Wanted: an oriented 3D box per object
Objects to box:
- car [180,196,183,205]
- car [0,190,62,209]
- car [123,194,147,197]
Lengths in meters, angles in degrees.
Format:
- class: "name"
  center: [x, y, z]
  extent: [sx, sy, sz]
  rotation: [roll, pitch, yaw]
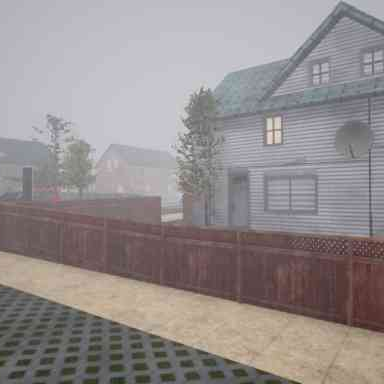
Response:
- class: "car"
  center: [0.558, 0.568, 38.117]
  extent: [2.097, 1.767, 4.553]
  rotation: [-1, 1, 36]
- class: "car"
  center: [-11.215, 0.920, 21.762]
  extent: [2.150, 2.045, 5.566]
  rotation: [-1, 1, 36]
- class: "car"
  center: [-5.331, 0.949, 29.927]
  extent: [2.128, 1.511, 4.902]
  rotation: [-1, 1, 36]
